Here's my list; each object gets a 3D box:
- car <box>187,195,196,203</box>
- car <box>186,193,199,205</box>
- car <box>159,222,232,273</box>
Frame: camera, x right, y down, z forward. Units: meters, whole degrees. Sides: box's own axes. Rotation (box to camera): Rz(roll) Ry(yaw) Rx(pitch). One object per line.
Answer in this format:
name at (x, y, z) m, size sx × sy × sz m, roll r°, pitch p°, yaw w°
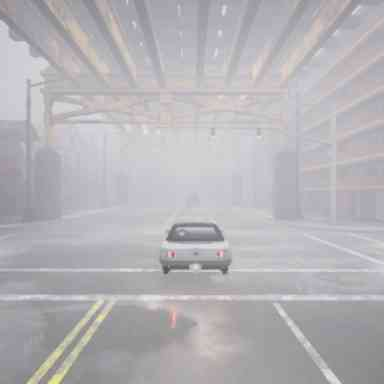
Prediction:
car at (-0.036, 1.473, 69.083) m, size 1.837 × 1.490 × 4.892 m, roll 0°, pitch 1°, yaw 0°
car at (0.068, 1.266, 58.492) m, size 2.150 × 2.045 × 5.566 m, roll 0°, pitch 0°, yaw 0°
car at (0.093, 1.621, 10.726) m, size 1.895 × 1.301 × 4.718 m, roll 0°, pitch 0°, yaw 0°
